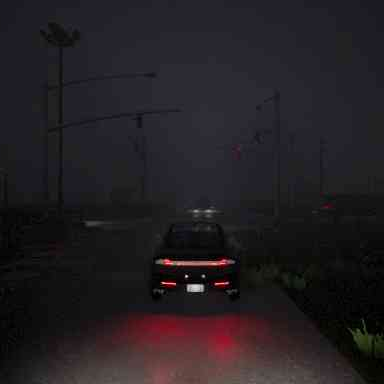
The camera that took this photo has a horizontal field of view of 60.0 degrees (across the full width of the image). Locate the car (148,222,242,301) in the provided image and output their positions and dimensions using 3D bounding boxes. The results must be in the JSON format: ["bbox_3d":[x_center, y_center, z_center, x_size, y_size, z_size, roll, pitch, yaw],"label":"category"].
[{"bbox_3d":[0.079,1.492,8.323,2.128,1.511,4.902,0,0,0],"label":"car"}]

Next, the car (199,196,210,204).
[{"bbox_3d":[2.426,1.529,62.058,1.994,1.385,4.181,0,0,3],"label":"car"}]

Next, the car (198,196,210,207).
[{"bbox_3d":[1.893,1.443,52.117,1.882,1.535,5.008,0,0,3],"label":"car"}]

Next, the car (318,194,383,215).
[{"bbox_3d":[11.671,1.150,22.938,5.566,2.045,2.150,-2,0,5],"label":"car"}]

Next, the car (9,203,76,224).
[{"bbox_3d":[-10.752,1.526,24.005,4.674,1.442,1.812,0,0,1],"label":"car"}]

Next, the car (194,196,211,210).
[{"bbox_3d":[1.422,1.491,42.909,1.812,1.442,4.674,0,0,3],"label":"car"}]
